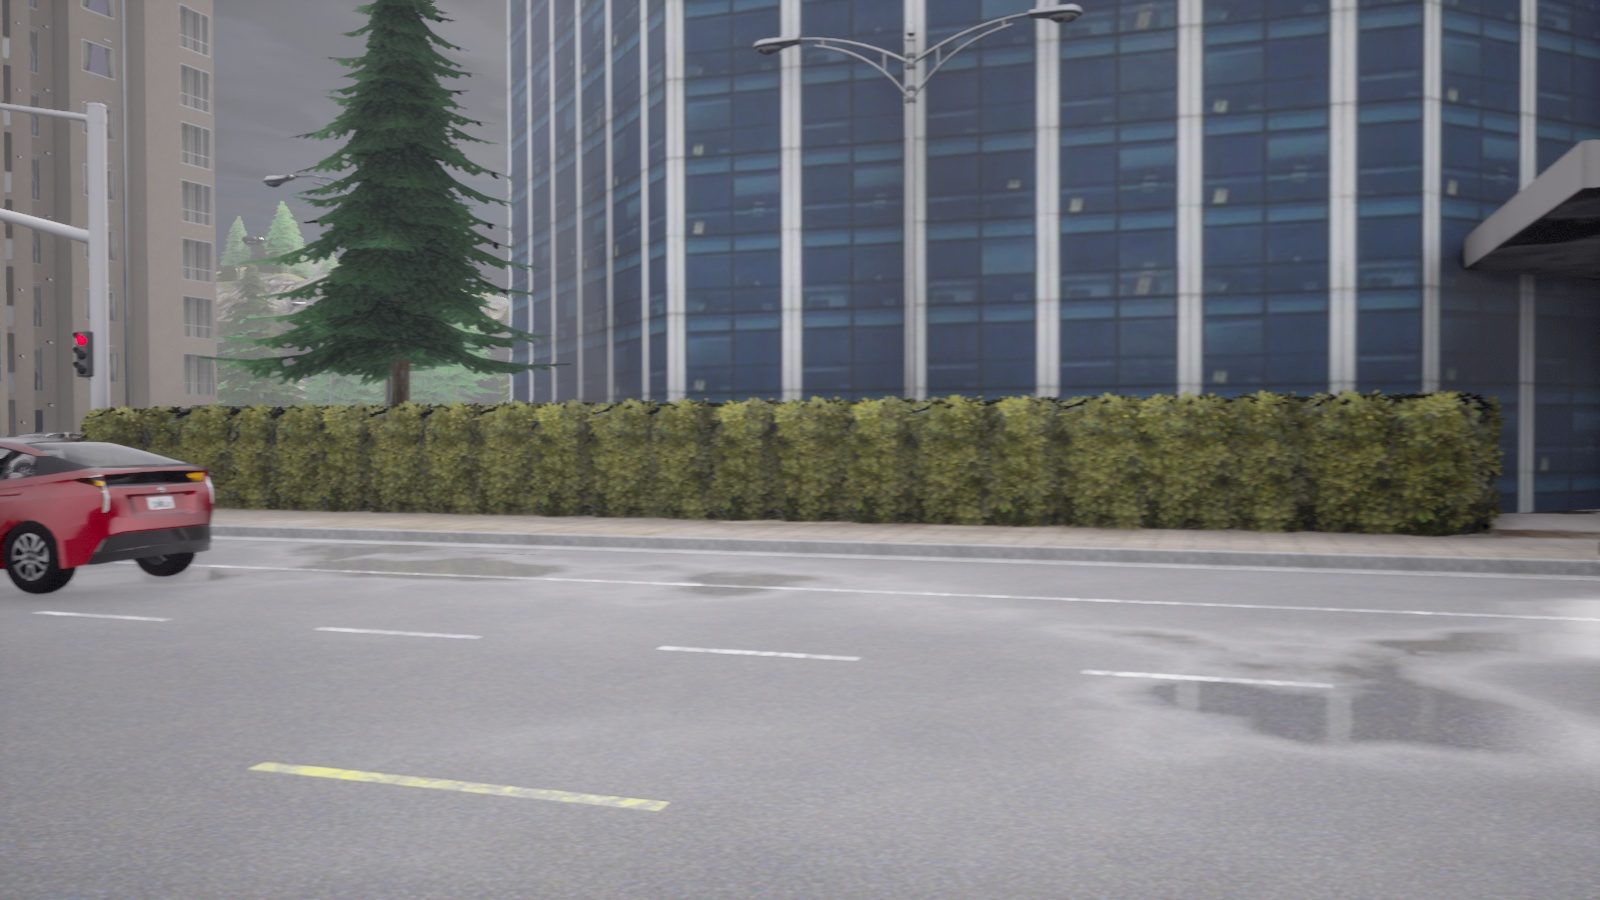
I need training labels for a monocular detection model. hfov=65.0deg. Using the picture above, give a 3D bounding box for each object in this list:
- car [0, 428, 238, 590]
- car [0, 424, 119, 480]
[{"bbox_3d":[-8.595,0.525,13.471,4.514,1.525,2.007,1,1,19],"label":"car"},{"bbox_3d":[-23.170,0.024,38.324,1.851,1.617,3.988,1,1,19],"label":"car"}]
